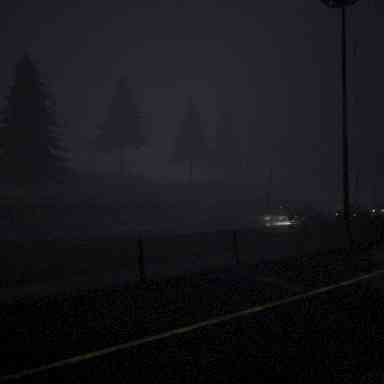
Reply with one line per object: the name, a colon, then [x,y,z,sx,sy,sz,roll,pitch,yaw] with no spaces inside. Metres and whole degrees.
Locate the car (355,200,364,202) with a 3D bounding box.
car: [36.388,2.424,72.222,1.895,1.301,4.718,-1,-1,27]

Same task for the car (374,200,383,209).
car: [32.296,2.154,57.395,1.812,1.442,4.674,-1,-1,32]

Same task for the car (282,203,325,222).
car: [10.454,1.961,30.412,4.181,1.385,1.994,0,-1,-44]

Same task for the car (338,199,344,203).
car: [34.309,2.259,75.859,2.033,1.411,5.357,-1,-1,27]

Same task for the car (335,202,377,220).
car: [14.282,1.871,29.260,4.674,1.442,1.812,0,-1,-45]

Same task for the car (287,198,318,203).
car: [13.278,1.848,38.298,2.097,1.767,4.553,-1,-1,43]

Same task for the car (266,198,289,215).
car: [11.439,1.783,41.436,2.150,2.045,5.566,-1,-1,42]
